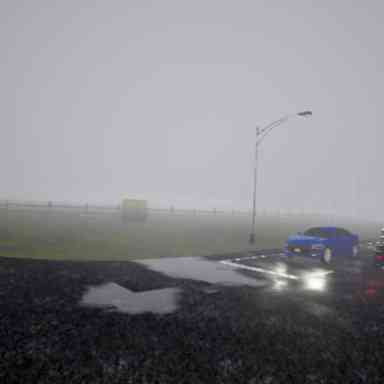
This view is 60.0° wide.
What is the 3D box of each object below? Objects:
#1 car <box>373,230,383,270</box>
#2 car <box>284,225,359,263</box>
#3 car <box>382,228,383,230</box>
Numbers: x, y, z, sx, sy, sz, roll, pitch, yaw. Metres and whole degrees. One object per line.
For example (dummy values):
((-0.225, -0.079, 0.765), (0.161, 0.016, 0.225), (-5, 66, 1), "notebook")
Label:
((8.834, 2.431, 13.379), (4.674, 1.442, 1.812), (5, -3, -43), "car")
((6.300, 2.367, 15.934), (5.008, 1.535, 1.882), (5, -3, -44), "car")
((16.447, 2.967, 25.449), (5.566, 2.045, 2.150), (5, -3, -43), "car")
